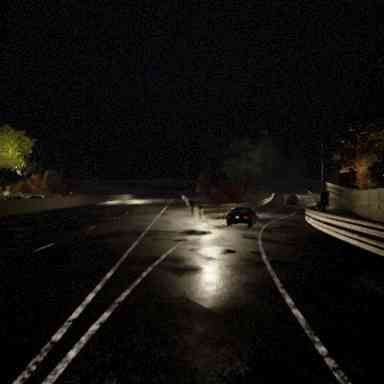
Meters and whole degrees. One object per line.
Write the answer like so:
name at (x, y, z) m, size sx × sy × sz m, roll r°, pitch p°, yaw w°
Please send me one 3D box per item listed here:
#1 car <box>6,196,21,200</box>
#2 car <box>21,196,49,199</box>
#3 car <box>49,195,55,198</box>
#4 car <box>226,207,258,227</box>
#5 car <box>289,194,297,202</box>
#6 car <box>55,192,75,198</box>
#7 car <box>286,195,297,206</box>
car at (-30.428, 1.417, 57.524) m, size 1.994 × 1.385 × 4.181 m, roll 0°, pitch 0°, yaw -2°
car at (-26.919, 1.398, 57.156) m, size 1.812 × 1.442 × 4.674 m, roll 0°, pitch 0°, yaw -2°
car at (-31.031, 1.410, 72.953) m, size 1.895 × 1.301 × 4.718 m, roll 0°, pitch 0°, yaw -2°
car at (3.939, 1.885, 25.842) m, size 2.033 × 1.411 × 5.357 m, roll 0°, pitch -1°, yaw 17°
car at (23.191, 1.355, 76.572) m, size 1.812 × 1.442 × 4.674 m, roll 0°, pitch 4°, yaw 16°
car at (-27.542, 1.047, 73.356) m, size 2.150 × 2.045 × 5.566 m, roll 0°, pitch 0°, yaw -2°
car at (20.069, 1.892, 66.964) m, size 1.882 × 1.535 × 5.008 m, roll 0°, pitch 3°, yaw 18°
